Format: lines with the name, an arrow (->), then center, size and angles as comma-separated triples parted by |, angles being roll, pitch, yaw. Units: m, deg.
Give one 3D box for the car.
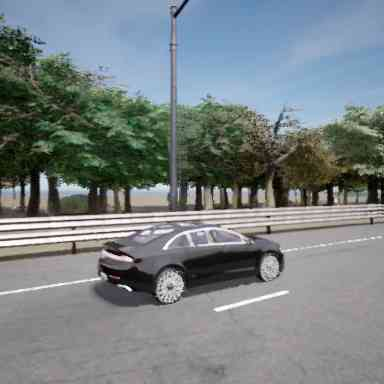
car -> 0.204, 1.489, 8.118 | 4.902, 1.511, 2.128 | 0, 0, -35
